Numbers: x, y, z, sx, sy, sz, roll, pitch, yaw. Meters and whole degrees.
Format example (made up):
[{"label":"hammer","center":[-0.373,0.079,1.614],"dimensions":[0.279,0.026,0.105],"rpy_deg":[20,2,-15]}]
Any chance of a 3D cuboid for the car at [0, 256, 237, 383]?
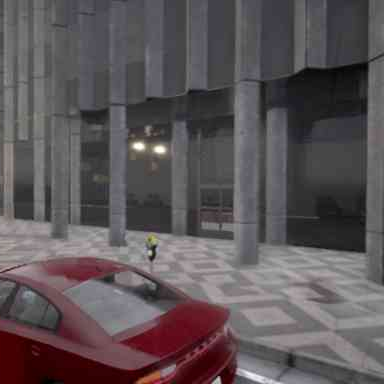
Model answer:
[{"label":"car","center":[-1.679,1.489,4.049],"dimensions":[4.507,1.381,1.887],"rpy_deg":[1,1,33]}]
